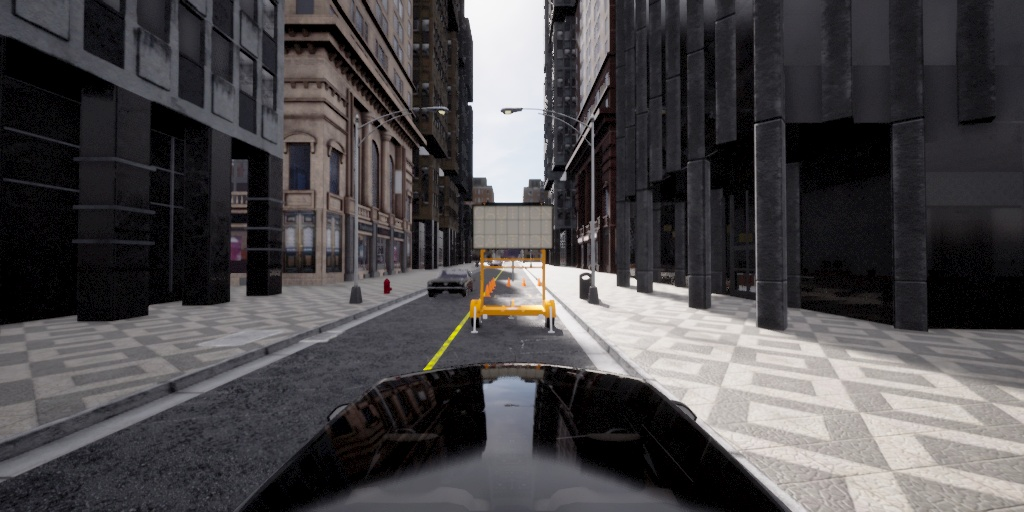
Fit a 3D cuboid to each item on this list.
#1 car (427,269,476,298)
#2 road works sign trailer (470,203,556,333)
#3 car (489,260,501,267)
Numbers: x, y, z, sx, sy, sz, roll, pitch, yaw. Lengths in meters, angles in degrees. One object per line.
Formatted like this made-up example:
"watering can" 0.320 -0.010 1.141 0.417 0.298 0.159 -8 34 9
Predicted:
"car" -3.050 1.356 18.696 1.895 1.301 4.718 0 0 0
"road works sign trailer" 0.027 0.216 10.723 2.380 3.560 2.880 0 0 0
"car" -2.878 1.398 63.035 1.994 1.385 4.181 0 0 1
